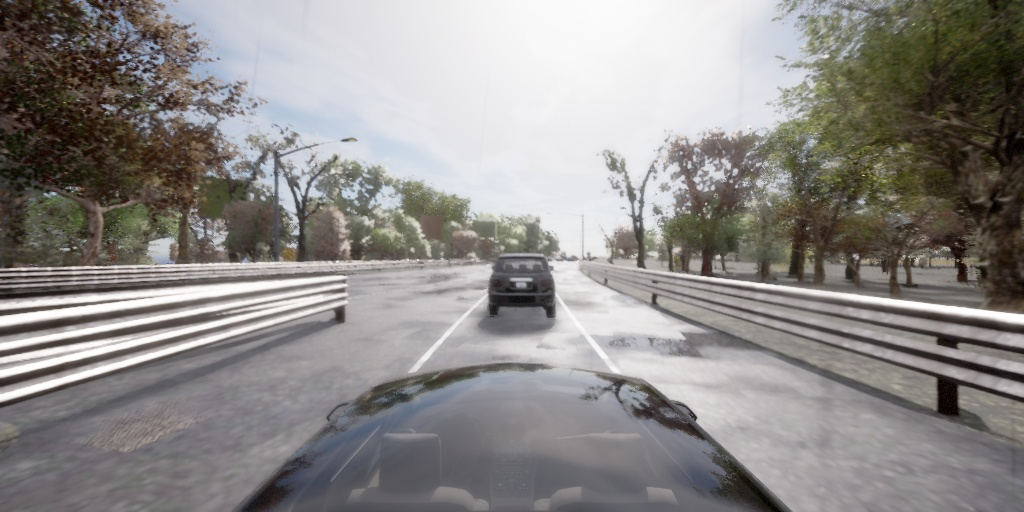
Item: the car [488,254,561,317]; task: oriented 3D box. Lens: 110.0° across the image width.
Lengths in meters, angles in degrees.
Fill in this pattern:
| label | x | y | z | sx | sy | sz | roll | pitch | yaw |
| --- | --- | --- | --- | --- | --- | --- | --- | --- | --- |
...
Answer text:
| label | x | y | z | sx | sy | sz | roll | pitch | yaw |
| --- | --- | --- | --- | --- | --- | --- | --- | --- | --- |
| car | 0.393 | 0.936 | 13.243 | 2.150 | 2.045 | 5.566 | 0 | 0 | 2 |
